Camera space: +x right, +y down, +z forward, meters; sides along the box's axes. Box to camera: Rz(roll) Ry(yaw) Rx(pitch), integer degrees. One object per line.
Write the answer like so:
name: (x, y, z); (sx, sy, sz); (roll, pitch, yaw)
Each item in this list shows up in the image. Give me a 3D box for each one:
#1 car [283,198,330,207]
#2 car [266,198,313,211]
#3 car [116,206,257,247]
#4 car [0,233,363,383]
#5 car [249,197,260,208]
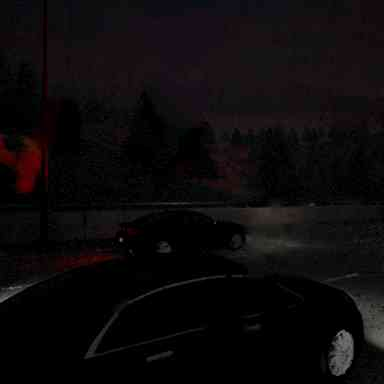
car: (12.825, 1.409, 36.072); (4.902, 1.511, 2.128); (0, 0, -27)
car: (11.561, 1.434, 39.350); (5.357, 1.411, 2.033); (0, 0, -27)
car: (-0.239, 1.400, 12.117); (5.008, 1.535, 1.882); (0, 0, -33)
car: (0.020, 1.480, 3.770); (4.892, 1.490, 1.837); (0, 0, -35)
car: (7.588, 1.312, 41.233); (5.008, 1.535, 1.882); (0, 0, -27)
